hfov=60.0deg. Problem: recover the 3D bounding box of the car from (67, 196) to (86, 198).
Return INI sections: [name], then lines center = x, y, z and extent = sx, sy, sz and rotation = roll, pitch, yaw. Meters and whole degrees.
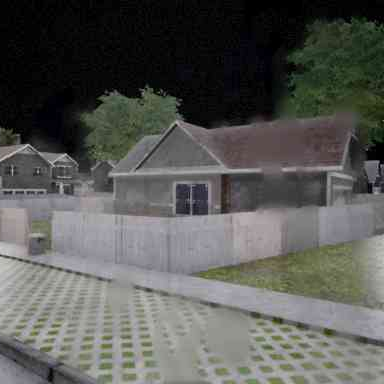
[car]
center = -12.753, 1.167, 36.183
extent = 1.837, 1.490, 4.892
rotation = 1, 1, 34
